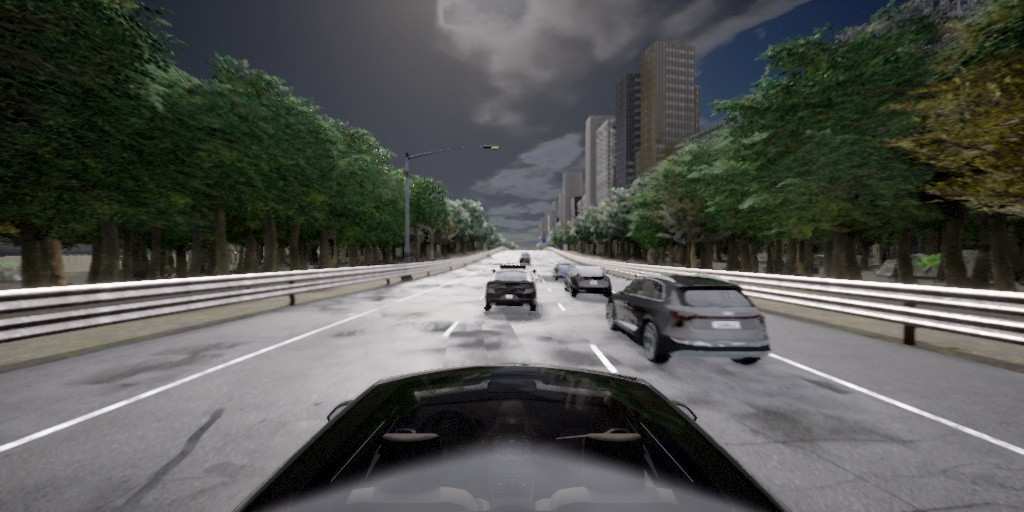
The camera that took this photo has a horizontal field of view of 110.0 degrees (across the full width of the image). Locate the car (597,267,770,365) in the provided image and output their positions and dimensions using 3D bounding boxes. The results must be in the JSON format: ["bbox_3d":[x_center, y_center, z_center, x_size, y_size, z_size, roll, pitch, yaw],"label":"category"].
[{"bbox_3d":[3.548,1.193,8.131,2.033,1.649,4.856,0,0,1],"label":"car"}]

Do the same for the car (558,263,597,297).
[{"bbox_3d":[3.878,1.271,18.942,2.163,1.488,4.792,0,0,2],"label":"car"}]

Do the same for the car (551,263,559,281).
[{"bbox_3d":[4.336,1.282,29.896,2.033,1.411,5.357,0,0,2],"label":"car"}]

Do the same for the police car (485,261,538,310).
[{"bbox_3d":[0.056,1.181,14.905,1.930,1.638,5.238,0,0,3],"label":"police car"}]

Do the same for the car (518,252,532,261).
[{"bbox_3d":[2.111,0.570,58.897,1.837,1.490,4.892,0,3,3],"label":"car"}]
